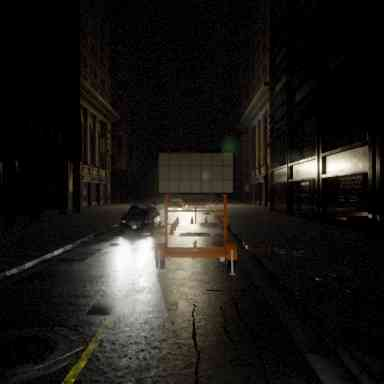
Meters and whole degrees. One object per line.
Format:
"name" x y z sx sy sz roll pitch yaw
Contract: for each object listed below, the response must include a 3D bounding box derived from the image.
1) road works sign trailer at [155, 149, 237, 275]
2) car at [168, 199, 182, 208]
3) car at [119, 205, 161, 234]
"road works sign trailer" 0.117 0.466 10.429 2.380 3.560 2.880 0 0 1
"car" -2.409 1.620 48.623 1.895 1.301 4.718 0 0 1
"car" -2.877 1.496 19.201 2.128 1.511 4.902 0 0 1
